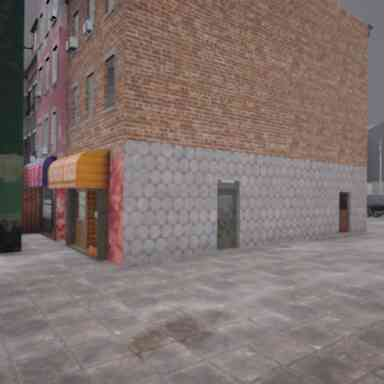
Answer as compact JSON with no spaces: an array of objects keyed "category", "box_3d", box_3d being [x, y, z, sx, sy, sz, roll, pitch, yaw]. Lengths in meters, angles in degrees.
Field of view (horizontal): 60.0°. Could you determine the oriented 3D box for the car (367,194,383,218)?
[{"category":"car","box_3d":[16.146,1.196,27.001,2.150,2.045,5.566,1,0,-36]}]
